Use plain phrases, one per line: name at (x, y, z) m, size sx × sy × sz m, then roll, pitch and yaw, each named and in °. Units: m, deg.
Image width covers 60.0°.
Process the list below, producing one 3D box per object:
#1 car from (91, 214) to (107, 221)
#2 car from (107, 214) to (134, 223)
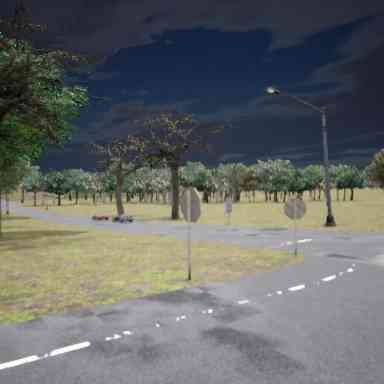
car at (-16.871, 4.601, 60.878) m, size 1.895 × 1.301 × 4.718 m, roll -1°, pitch -1°, yaw -34°
car at (-10.939, 4.108, 52.235) m, size 2.033 × 1.411 × 5.357 m, roll -1°, pitch -2°, yaw -34°
